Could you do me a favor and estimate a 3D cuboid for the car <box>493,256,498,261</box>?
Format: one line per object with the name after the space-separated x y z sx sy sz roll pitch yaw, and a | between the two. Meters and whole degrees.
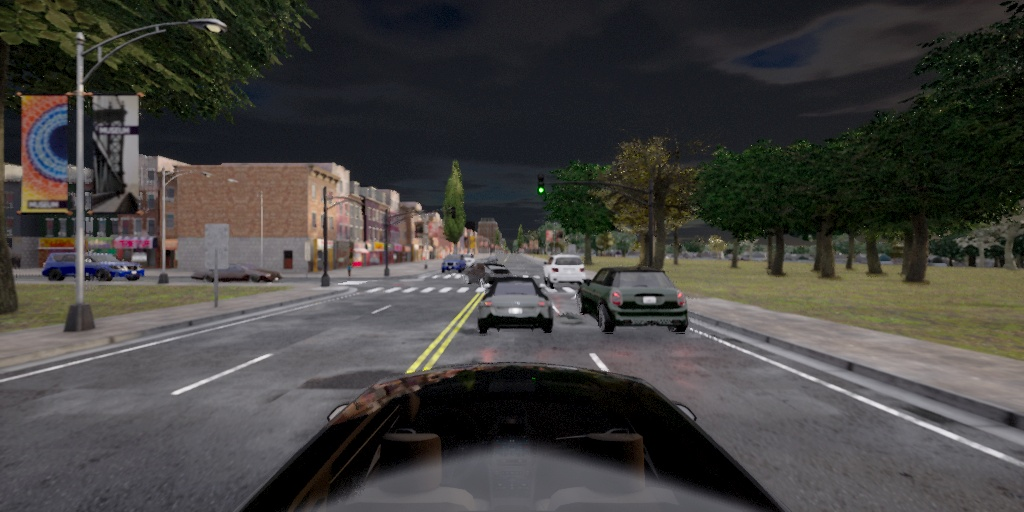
-3.348 1.022 50.452 1.994 1.385 4.181 0 1 0 | car

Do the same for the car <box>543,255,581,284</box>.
3.334 0.948 23.500 2.150 2.045 5.566 0 1 0 | car

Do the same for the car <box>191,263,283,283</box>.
-19.379 1.215 25.376 5.357 1.411 2.033 1 0 -3 | car

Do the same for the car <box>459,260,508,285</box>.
-1.660 1.230 23.567 1.837 1.490 4.892 1 0 -26 | car

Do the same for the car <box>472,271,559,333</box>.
0.087 1.308 10.760 1.994 1.385 4.181 0 0 0 | car

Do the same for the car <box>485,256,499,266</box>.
-3.306 0.786 60.853 2.128 1.511 4.902 0 1 1 | car

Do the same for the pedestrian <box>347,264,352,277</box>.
-14.137 1.247 31.270 0.500 1.100 0.500 0 -1 0 | pedestrian

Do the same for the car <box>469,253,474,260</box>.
-6.599 0.661 51.694 2.150 2.045 5.566 0 1 0 | car

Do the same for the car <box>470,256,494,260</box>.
-3.357 1.097 40.511 1.837 1.490 4.892 0 1 0 | car

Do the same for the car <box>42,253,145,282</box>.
-29.566 0.795 25.422 5.566 2.045 2.150 0 0 0 | car

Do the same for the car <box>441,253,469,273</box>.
-6.608 0.809 41.042 2.150 2.045 5.566 0 1 0 | car

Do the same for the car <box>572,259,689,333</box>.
3.340 1.094 10.813 2.097 1.767 4.553 0 0 0 | car
